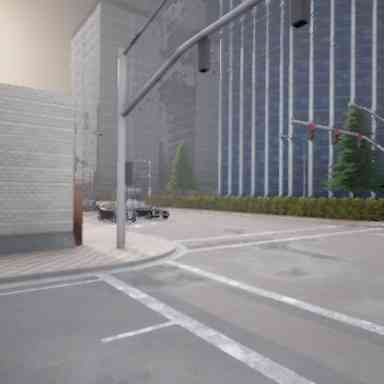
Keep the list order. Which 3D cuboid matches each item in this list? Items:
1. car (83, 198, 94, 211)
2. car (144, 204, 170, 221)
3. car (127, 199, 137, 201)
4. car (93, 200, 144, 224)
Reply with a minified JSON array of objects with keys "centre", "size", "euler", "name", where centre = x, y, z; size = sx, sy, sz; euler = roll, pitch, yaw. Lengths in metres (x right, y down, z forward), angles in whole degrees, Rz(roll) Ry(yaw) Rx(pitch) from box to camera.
[{"centre":[-14.015,1.620,44.259],"size":[2.097,1.767,4.553],"euler":[1,0,-36],"name":"car"},{"centre":[-3.878,1.802,29.975],"size":[1.895,1.301,4.718],"euler":[1,0,-36],"name":"car"},{"centre":[-9.187,1.799,49.553],"size":[1.812,1.442,4.674],"euler":[1,0,-35],"name":"car"},{"centre":[-6.101,1.670,27.071],"size":[1.837,1.490,4.892],"euler":[1,0,-36],"name":"car"}]
